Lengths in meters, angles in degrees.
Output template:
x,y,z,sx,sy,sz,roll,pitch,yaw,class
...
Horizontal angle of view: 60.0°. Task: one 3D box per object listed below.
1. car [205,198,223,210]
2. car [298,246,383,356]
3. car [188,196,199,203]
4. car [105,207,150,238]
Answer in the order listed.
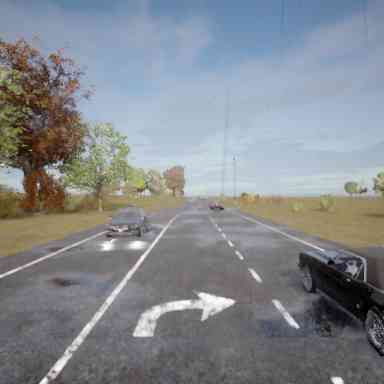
x,y,z,sx,sy,sz,roll,pitch,yaw,class
3.507,1.907,49.180,2.033,1.411,5.357,0,0,0,car
3.502,1.643,6.053,1.895,1.301,4.718,0,0,0,car
0.013,1.979,84.303,2.097,1.767,4.553,0,0,0,car
-3.519,1.662,18.816,1.837,1.490,4.892,0,0,0,car
